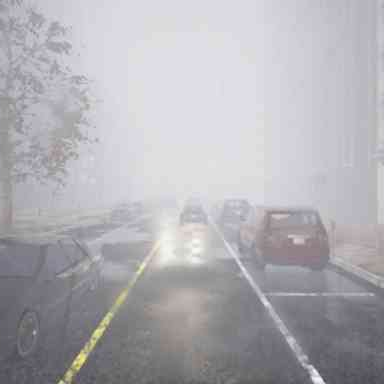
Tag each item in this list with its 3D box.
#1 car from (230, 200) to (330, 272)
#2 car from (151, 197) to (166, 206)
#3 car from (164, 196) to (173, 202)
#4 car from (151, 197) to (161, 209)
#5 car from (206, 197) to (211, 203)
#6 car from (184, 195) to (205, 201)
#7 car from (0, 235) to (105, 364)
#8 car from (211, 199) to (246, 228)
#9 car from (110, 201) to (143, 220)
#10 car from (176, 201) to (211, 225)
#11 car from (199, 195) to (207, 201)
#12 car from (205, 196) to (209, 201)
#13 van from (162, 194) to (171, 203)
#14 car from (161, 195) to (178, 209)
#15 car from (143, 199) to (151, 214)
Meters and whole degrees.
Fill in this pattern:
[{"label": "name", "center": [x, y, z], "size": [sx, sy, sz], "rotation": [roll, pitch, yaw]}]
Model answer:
[{"label": "car", "center": [2.703, 1.328, 10.784], "size": [2.192, 1.841, 5.009], "rotation": [0, 0, 0]}, {"label": "car", "center": [-5.641, 1.595, 56.340], "size": [2.008, 1.369, 4.403], "rotation": [0, 0, 0]}, {"label": "car", "center": [-5.622, 1.631, 79.109], "size": [1.802, 1.307, 4.206], "rotation": [0, 0, 0]}, {"label": "car", "center": [-5.650, 1.622, 44.954], "size": [1.802, 1.307, 4.206], "rotation": [0, 0, 0]}, {"label": "car", "center": [2.721, 1.559, 33.721], "size": [1.752, 1.417, 4.829], "rotation": [0, 0, 0]}, {"label": "car", "center": [0.135, 1.391, 41.317], "size": [2.097, 1.767, 4.553], "rotation": [0, 0, 0]}, {"label": "car", "center": [-3.095, 1.555, 6.140], "size": [2.033, 1.411, 5.357], "rotation": [0, 0, 0]}, {"label": "car", "center": [2.713, 1.339, 22.168], "size": [2.192, 1.841, 5.009], "rotation": [0, 0, 0]}, {"label": "car", "center": [-5.664, 1.580, 27.879], "size": [2.008, 1.369, 4.403], "rotation": [0, 0, 0]}, {"label": "car", "center": [0.120, 1.591, 24.091], "size": [1.994, 1.385, 4.181], "rotation": [0, 0, 0]}, {"label": "car", "center": [2.764, 1.490, 84.780], "size": [1.967, 1.590, 4.097], "rotation": [0, 0, 0]}, {"label": "car", "center": [2.744, 1.612, 62.013], "size": [1.947, 1.339, 4.313], "rotation": [0, 0, 0]}, {"label": "van", "center": [-5.626, 1.390, 73.417], "size": [1.690, 1.788, 3.998], "rotation": [0, 0, 0]}, {"label": "car", "center": [-3.046, 1.518, 46.877], "size": [1.882, 1.535, 5.008], "rotation": [0, 0, 0]}, {"label": "car", "center": [-5.660, 1.599, 33.571], "size": [1.947, 1.339, 4.313], "rotation": [0, 0, 0]}]
